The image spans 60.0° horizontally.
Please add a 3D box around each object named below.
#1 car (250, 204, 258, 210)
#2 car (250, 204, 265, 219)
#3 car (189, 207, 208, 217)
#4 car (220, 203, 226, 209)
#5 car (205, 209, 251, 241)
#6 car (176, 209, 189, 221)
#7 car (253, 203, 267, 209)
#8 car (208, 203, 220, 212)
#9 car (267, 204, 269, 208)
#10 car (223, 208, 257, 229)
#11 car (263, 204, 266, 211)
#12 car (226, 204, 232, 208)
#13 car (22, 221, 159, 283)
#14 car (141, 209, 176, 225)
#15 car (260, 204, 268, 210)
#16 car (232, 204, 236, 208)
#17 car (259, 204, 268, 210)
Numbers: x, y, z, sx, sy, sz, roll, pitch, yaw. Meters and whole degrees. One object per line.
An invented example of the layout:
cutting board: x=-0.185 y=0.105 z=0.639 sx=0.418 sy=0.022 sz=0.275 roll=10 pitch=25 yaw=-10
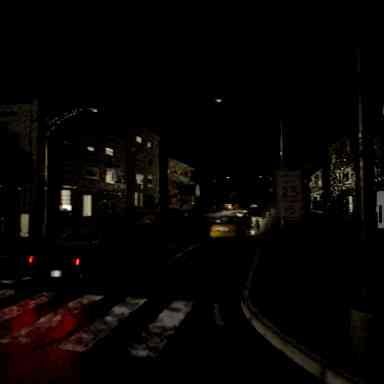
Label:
car: x=16.044 y=3.783 z=86.230 sx=1.812 sy=1.442 sz=4.674 roll=-1 pitch=-2 yaw=14
car: x=7.477 y=2.538 z=40.528 sx=2.008 sy=1.369 sz=4.403 roll=0 pitch=-2 yaw=14
car: x=0.676 y=2.825 z=47.914 sx=1.802 sy=1.307 sz=4.206 roll=0 pitch=-2 yaw=14
car: x=4.675 y=3.001 z=64.025 sx=2.192 sy=1.841 sz=5.009 roll=0 pitch=-2 yaw=14
car: x=2.187 y=1.929 z=19.221 sx=1.752 sy=1.417 sz=4.829 roll=0 pitch=-2 yaw=14
car: x=-1.989 y=2.530 z=37.176 sx=1.802 sy=1.307 sz=4.206 roll=0 pitch=-2 yaw=14
car: x=10.142 y=2.722 z=51.268 sx=1.967 sy=1.590 sz=4.097 roll=0 pitch=-2 yaw=14
car: x=3.301 y=3.058 z=58.486 sx=1.752 sy=1.417 sz=4.829 roll=0 pitch=-2 yaw=14
car: x=14.141 y=3.041 z=67.375 sx=2.192 sy=1.841 sz=5.009 roll=0 pitch=-2 yaw=14
car: x=3.478 y=2.097 z=24.423 sx=2.008 sy=1.369 sz=4.403 roll=0 pitch=-2 yaw=14
car: x=8.809 y=2.717 z=45.896 sx=1.802 sy=1.307 sz=4.206 roll=0 pitch=-2 yaw=14
car: x=7.339 y=3.565 z=74.754 sx=1.802 sy=1.307 sz=4.206 roll=0 pitch=-2 yaw=14
car: x=-2.803 y=1.773 z=10.295 sx=1.895 sy=1.301 sz=4.718 roll=-1 pitch=-2 yaw=14
car: x=-3.362 y=2.322 z=31.645 sx=1.752 sy=1.417 sz=4.829 roll=0 pitch=-2 yaw=14
car: x=18.071 y=3.709 z=83.174 sx=1.887 sy=1.381 sz=4.507 roll=0 pitch=-2 yaw=14
car: x=8.673 y=3.572 z=80.126 sx=1.967 sy=1.590 sz=4.097 roll=0 pitch=-2 yaw=14
car: x=16.805 y=3.590 z=78.105 sx=1.947 sy=1.339 sz=4.313 roll=0 pitch=-2 yaw=14
